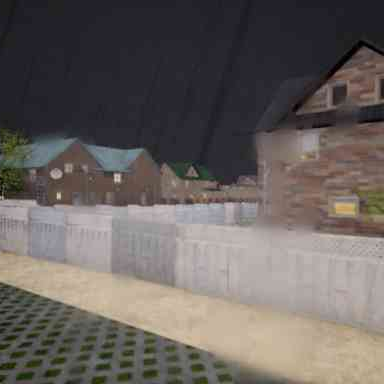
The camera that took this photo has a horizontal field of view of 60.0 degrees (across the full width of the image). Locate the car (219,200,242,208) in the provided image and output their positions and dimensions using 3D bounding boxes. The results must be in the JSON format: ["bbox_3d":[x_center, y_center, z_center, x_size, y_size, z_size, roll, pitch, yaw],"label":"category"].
[{"bbox_3d":[5.139,1.819,44.982,2.128,1.511,4.902,0,-1,35],"label":"car"}]
